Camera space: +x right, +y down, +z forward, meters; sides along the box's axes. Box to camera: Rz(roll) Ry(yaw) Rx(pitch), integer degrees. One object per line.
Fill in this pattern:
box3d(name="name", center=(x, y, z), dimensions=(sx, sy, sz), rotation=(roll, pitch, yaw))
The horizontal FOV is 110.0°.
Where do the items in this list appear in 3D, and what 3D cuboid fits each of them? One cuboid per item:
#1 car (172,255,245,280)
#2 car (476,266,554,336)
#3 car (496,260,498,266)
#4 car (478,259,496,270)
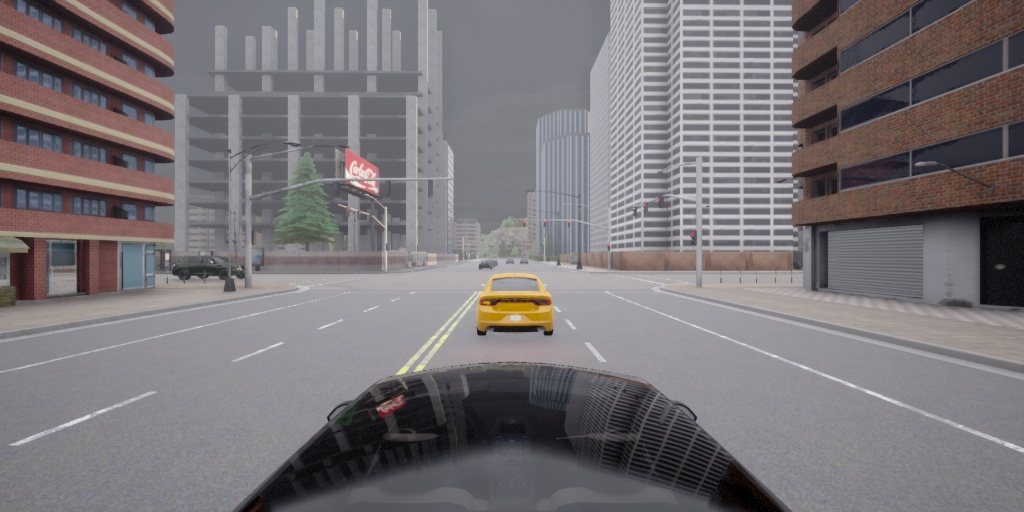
box3d(name="car", center=(-25.304, 0.972, 30.302), dimensions=(5.566, 2.045, 2.150), rotation=(0, 0, -1))
box3d(name="car", center=(0.065, 1.228, 10.468), dimensions=(1.882, 1.535, 5.008), rotation=(0, 0, 0))
box3d(name="car", center=(-3.883, 1.297, 63.634), dimensions=(2.033, 1.411, 5.357), rotation=(0, 0, 0))
box3d(name="car", center=(-3.852, 1.351, 52.588), dimensions=(1.895, 1.301, 4.718), rotation=(0, 0, 0))
